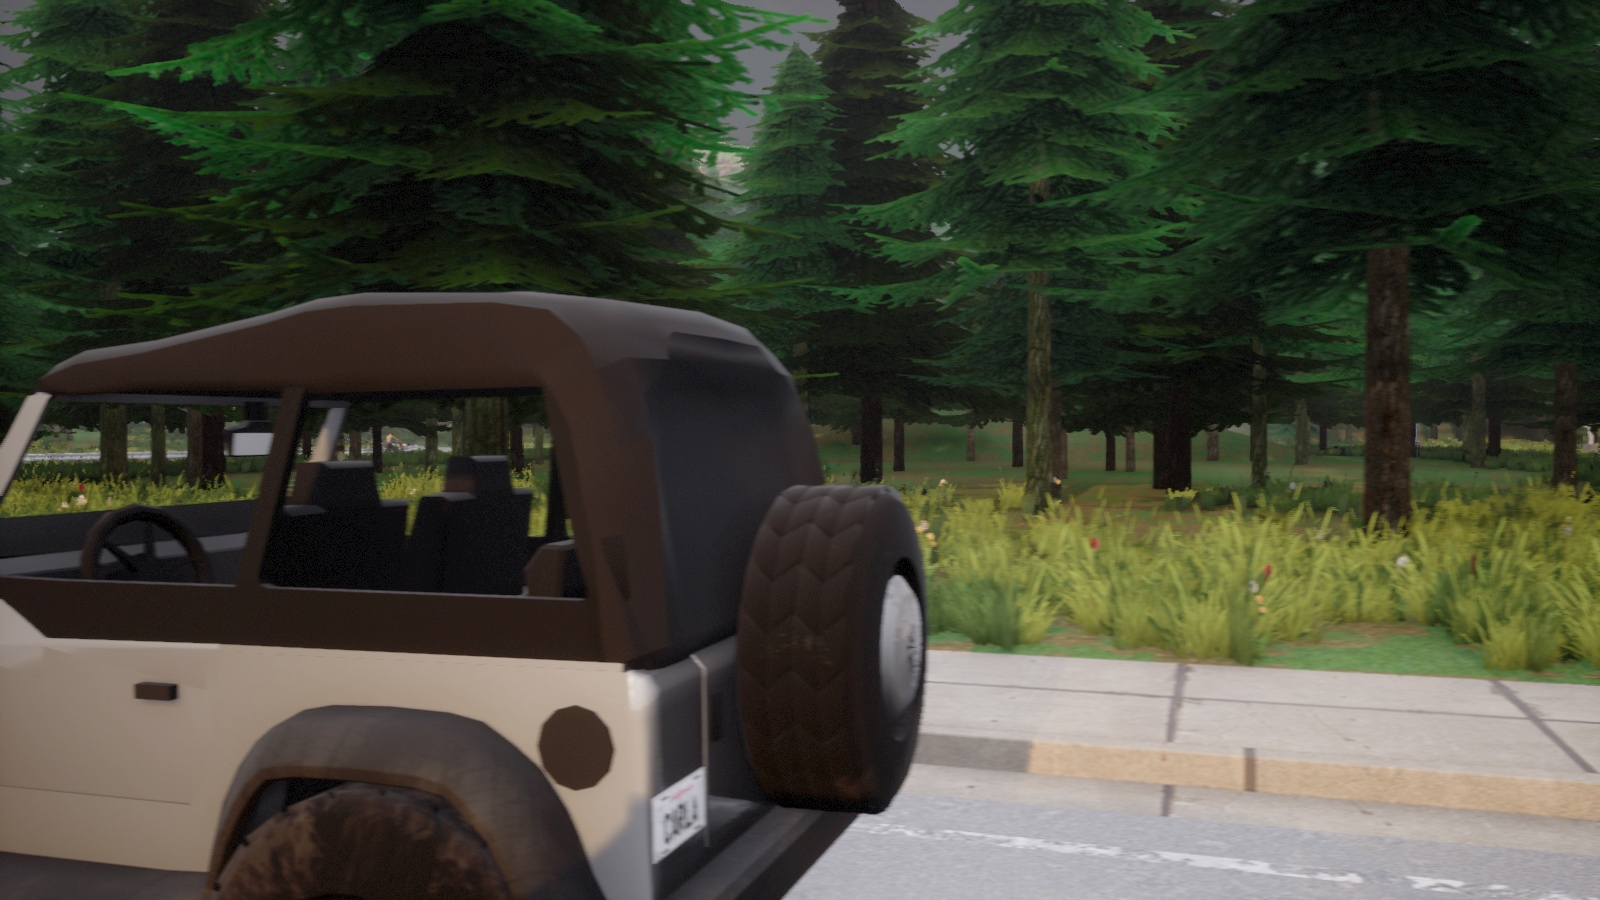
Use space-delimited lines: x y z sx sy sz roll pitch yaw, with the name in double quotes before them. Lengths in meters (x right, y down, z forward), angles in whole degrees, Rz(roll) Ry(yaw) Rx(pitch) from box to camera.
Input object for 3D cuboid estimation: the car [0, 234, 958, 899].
"car" -1.633 0.553 3.740 3.866 1.878 1.905 0 1 19
